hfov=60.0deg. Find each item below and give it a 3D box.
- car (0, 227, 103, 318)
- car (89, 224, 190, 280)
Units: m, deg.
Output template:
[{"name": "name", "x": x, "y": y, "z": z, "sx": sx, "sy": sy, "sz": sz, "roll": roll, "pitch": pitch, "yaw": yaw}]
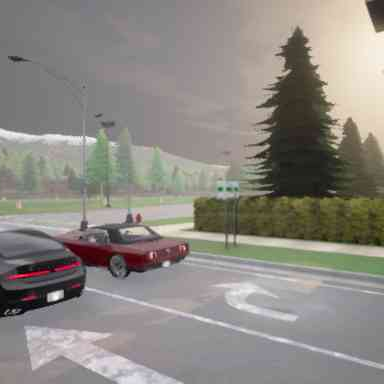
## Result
[{"name": "car", "x": -4.268, "y": 1.513, "z": 7.045, "sx": 4.892, "sy": 1.490, "sz": 1.837, "roll": 0, "pitch": 0, "yaw": 36}, {"name": "car", "x": -2.476, "y": 1.610, "z": 10.048, "sx": 4.718, "sy": 1.301, "sz": 1.895, "roll": 0, "pitch": 0, "yaw": 36}]
